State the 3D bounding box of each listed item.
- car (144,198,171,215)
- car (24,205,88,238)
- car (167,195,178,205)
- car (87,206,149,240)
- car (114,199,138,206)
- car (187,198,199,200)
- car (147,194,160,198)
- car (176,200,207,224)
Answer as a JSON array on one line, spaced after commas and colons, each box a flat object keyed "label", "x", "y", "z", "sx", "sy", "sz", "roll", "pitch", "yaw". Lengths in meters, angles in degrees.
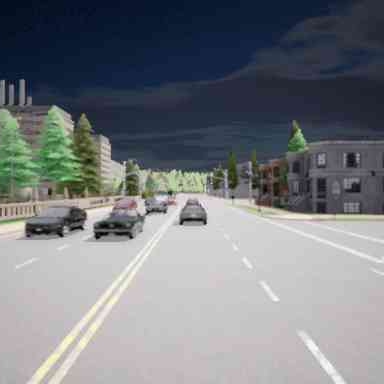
[{"label": "car", "x": -3.598, "y": 1.583, "z": 34.610, "sx": 1.994, "sy": 1.385, "sz": 4.181, "roll": 0, "pitch": 0, "yaw": 0}, {"label": "car", "x": -7.102, "y": 1.488, "z": 17.897, "sx": 1.882, "sy": 1.535, "sz": 5.008, "roll": 0, "pitch": 0, "yaw": 0}, {"label": "car", "x": -3.506, "y": 1.383, "z": 57.061, "sx": 2.097, "sy": 1.767, "sz": 4.553, "roll": 0, "pitch": 0, "yaw": 0}, {"label": "car", "x": -3.602, "y": 1.611, "z": 17.140, "sx": 1.895, "sy": 1.301, "sz": 4.718, "roll": 0, "pitch": 0, "yaw": 0}, {"label": "car", "x": -7.096, "y": 1.498, "z": 35.875, "sx": 1.882, "sy": 1.535, "sz": 5.008, "roll": 0, "pitch": 0, "yaw": 0}, {"label": "car", "x": 0.096, "y": 1.592, "z": 51.425, "sx": 1.994, "sy": 1.385, "sz": 4.181, "roll": 0, "pitch": 0, "yaw": 0}, {"label": "car", "x": -7.006, "y": 1.561, "z": 57.016, "sx": 1.837, "sy": 1.490, "sz": 4.892, "roll": 0, "pitch": 0, "yaw": 0}, {"label": "car", "x": 0.097, "y": 1.578, "z": 24.960, "sx": 1.994, "sy": 1.385, "sz": 4.181, "roll": 0, "pitch": 0, "yaw": 0}]
